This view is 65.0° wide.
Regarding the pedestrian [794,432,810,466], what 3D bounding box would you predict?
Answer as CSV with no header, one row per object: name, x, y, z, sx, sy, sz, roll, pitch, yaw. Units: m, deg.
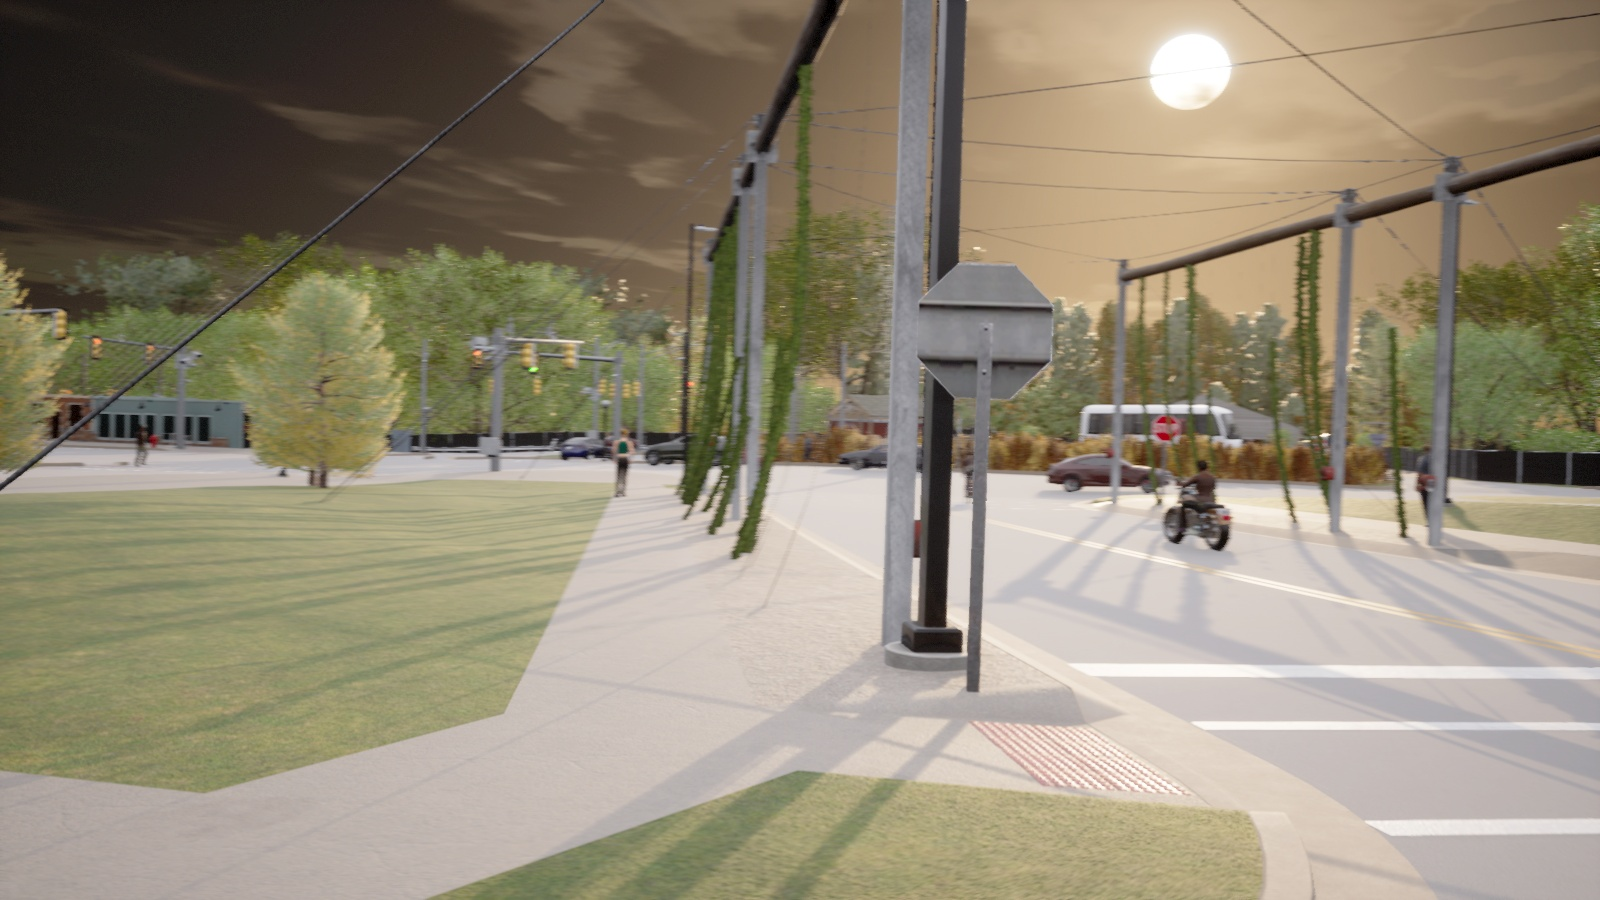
pedestrian,0.089,-0.058,68.267,0.694,1.848,0.540,1,2,24

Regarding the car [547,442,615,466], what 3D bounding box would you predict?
car,-13.732,0.256,78.949,2.163,1.488,4.792,0,0,18

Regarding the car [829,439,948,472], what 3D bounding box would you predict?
car,4.269,0.243,60.278,5.357,1.411,2.033,1,2,17

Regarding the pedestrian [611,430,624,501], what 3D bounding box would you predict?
pedestrian,-4.807,0.410,33.083,0.345,1.836,0.594,0,2,-8

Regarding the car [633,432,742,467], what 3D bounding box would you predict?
car,-5.670,-0.045,63.378,5.027,1.651,2.152,-1,1,17

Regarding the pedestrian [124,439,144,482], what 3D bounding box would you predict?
pedestrian,-29.090,0.442,54.863,0.703,1.840,0.431,1,2,20

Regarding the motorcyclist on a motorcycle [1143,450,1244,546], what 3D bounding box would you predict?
motorcyclist on a motorcycle,7.165,0.837,23.009,0.766,1.649,2.350,0,0,-9

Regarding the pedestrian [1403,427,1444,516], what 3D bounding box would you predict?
pedestrian,13.166,0.443,26.534,0.540,1.848,0.694,1,2,8

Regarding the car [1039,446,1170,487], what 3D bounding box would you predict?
car,11.641,0.634,47.978,4.674,1.442,1.812,-1,1,19

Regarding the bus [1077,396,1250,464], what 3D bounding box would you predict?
bus,23.933,-1.334,82.950,10.273,4.253,3.944,0,2,35
